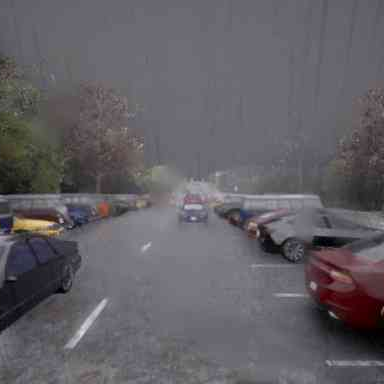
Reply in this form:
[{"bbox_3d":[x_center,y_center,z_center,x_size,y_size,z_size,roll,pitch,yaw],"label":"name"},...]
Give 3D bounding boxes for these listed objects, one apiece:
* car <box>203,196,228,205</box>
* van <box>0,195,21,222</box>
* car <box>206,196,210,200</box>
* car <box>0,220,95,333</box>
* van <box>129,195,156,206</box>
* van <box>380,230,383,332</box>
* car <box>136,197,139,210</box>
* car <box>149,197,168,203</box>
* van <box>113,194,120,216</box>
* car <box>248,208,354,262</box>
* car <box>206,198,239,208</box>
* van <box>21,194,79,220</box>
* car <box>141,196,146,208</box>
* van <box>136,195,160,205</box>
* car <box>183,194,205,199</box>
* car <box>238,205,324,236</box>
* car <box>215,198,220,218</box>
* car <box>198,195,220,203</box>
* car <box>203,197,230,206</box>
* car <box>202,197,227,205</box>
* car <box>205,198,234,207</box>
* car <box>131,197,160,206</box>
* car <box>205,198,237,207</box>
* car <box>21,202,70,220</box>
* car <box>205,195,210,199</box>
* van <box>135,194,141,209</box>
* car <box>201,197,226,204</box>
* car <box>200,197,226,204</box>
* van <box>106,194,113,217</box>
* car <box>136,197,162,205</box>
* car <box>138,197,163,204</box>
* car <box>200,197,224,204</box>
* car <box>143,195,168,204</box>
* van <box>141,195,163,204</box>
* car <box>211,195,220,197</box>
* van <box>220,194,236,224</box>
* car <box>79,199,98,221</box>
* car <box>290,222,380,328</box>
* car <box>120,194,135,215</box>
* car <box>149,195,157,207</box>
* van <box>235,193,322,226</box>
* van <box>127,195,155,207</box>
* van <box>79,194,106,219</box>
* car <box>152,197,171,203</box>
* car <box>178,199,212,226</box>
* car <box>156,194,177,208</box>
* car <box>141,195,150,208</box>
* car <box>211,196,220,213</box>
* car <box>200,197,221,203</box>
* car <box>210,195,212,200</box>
[{"bbox_3d":[4.477,1.609,63.950,4.553,1.767,2.185,0,-1,0],"label":"car"},{"bbox_3d":[-8.662,1.176,11.393,4.442,1.987,1.878,0,0,0],"label":"van"},{"bbox_3d":[4.525,1.526,41.743,4.892,1.521,2.231,0,-1,0],"label":"car"},{"bbox_3d":[-3.602,1.506,5.944,2.033,1.411,5.357,0,0,0],"label":"car"},{"bbox_3d":[-8.686,1.455,58.468,4.442,1.987,1.878,0,-1,0],"label":"van"},{"bbox_3d":[4.422,1.234,2.896,4.442,1.987,1.878,0,0,0],"label":"van"},{"bbox_3d":[-8.556,1.514,36.305,4.674,1.452,2.002,0,-1,0],"label":"car"},{"bbox_3d":[-8.580,2.137,86.153,4.674,1.452,2.002,0,-1,0],"label":"car"},{"bbox_3d":[-8.670,1.170,27.871,4.442,1.987,1.878,0,-1,0],"label":"van"},{"bbox_3d":[4.565,1.433,11.225,4.792,1.488,2.163,0,0,0],"label":"car"},{"bbox_3d":[4.544,1.632,50.071,4.792,1.488,2.163,0,-1,0],"label":"car"},{"bbox_3d":[-8.431,1.139,16.932,4.442,1.987,1.878,0,0,0],"label":"van"},{"bbox_3d":[-8.563,1.565,41.720,4.674,1.452,2.002,0,-1,0],"label":"car"},{"bbox_3d":[-8.464,1.510,64.024,4.442,1.987,1.878,0,-1,0],"label":"van"},{"bbox_3d":[0.074,1.261,40.469,2.150,2.045,5.566,0,0,0],"label":"car"},{"bbox_3d":[4.531,1.425,14.002,4.674,1.452,2.002,0,0,0],"label":"car"},{"bbox_3d":[4.524,1.436,27.863,4.674,1.452,2.002,0,-1,0],"label":"car"},{"bbox_3d":[4.468,1.846,86.152,5.566,2.045,2.435,0,-1,0],"label":"car"},{"bbox_3d":[4.480,1.736,61.176,4.792,1.488,2.163,0,-1,0],"label":"car"},{"bbox_3d":[4.512,1.768,66.728,4.892,1.521,2.231,0,-1,0],"label":"car"},{"bbox_3d":[4.541,1.684,55.623,4.792,1.488,2.163,0,-1,0],"label":"car"},{"bbox_3d":[-8.576,1.707,61.235,5.008,1.535,2.097,0,-1,0],"label":"car"},{"bbox_3d":[4.543,1.658,52.847,4.792,1.488,2.163,0,-1,0],"label":"car"},{"bbox_3d":[-8.362,1.381,14.166,5.366,1.575,1.946,0,0,0],"label":"car"},{"bbox_3d":[4.511,1.552,44.519,4.892,1.521,2.231,0,-1,0],"label":"car"},{"bbox_3d":[-8.676,1.273,38.952,4.442,1.987,1.878,0,-1,0],"label":"van"},{"bbox_3d":[4.689,1.844,72.148,5.366,1.575,1.946,0,-1,0],"label":"car"},{"bbox_3d":[4.320,1.802,69.496,5.366,1.575,1.946,0,-1,0],"label":"car"},{"bbox_3d":[-8.669,1.145,25.227,4.442,1.987,1.878,0,-1,0],"label":"van"},{"bbox_3d":[-8.602,1.797,66.773,4.792,1.488,2.163,0,-1,0],"label":"car"},{"bbox_3d":[-8.604,1.833,69.412,4.792,1.488,2.163,0,-1,0],"label":"car"},{"bbox_3d":[4.686,1.944,77.821,5.366,1.575,1.946,0,-1,0],"label":"car"},{"bbox_3d":[-8.608,1.696,77.850,5.566,2.045,2.435,0,-1,0],"label":"car"},{"bbox_3d":[-8.693,1.622,72.186,4.442,1.987,1.878,0,-1,0],"label":"van"},{"bbox_3d":[4.555,1.322,33.416,4.553,1.767,2.185,0,-1,0],"label":"car"},{"bbox_3d":[4.644,1.144,25.089,4.442,1.987,1.878,0,-1,0],"label":"van"},{"bbox_3d":[-8.555,1.346,19.704,5.008,1.535,2.097,0,0,0],"label":"car"},{"bbox_3d":[4.532,1.441,5.674,5.008,1.535,2.097,0,0,0],"label":"car"},{"bbox_3d":[-8.527,1.170,30.642,5.566,2.045,2.435,0,-1,0],"label":"car"},{"bbox_3d":[-8.538,1.378,52.929,5.566,2.045,2.435,0,-1,0],"label":"car"},{"bbox_3d":[4.648,1.140,16.777,4.442,1.987,1.878,0,0,0],"label":"van"},{"bbox_3d":[-8.451,1.430,55.698,4.442,1.987,1.878,0,-1,0],"label":"van"},{"bbox_3d":[-8.434,1.118,22.324,4.442,1.987,1.878,0,0,0],"label":"van"},{"bbox_3d":[-8.582,2.245,94.339,5.008,1.535,2.097,0,-1,0],"label":"car"},{"bbox_3d":[0.089,1.391,21.709,1.812,1.442,4.674,0,0,0],"label":"car"},{"bbox_3d":[-3.597,1.466,49.147,2.097,1.767,4.553,0,0,0],"label":"car"},{"bbox_3d":[-8.557,1.552,44.615,5.008,1.535,2.097,0,-1,0],"label":"car"},{"bbox_3d":[4.530,1.421,30.639,5.008,1.535,2.097,0,-1,0],"label":"car"},{"bbox_3d":[4.493,1.998,80.596,4.892,1.521,2.231,0,-1,0],"label":"car"},{"bbox_3d":[4.553,1.348,36.192,4.553,1.767,2.185,0,-1,0],"label":"car"}]
